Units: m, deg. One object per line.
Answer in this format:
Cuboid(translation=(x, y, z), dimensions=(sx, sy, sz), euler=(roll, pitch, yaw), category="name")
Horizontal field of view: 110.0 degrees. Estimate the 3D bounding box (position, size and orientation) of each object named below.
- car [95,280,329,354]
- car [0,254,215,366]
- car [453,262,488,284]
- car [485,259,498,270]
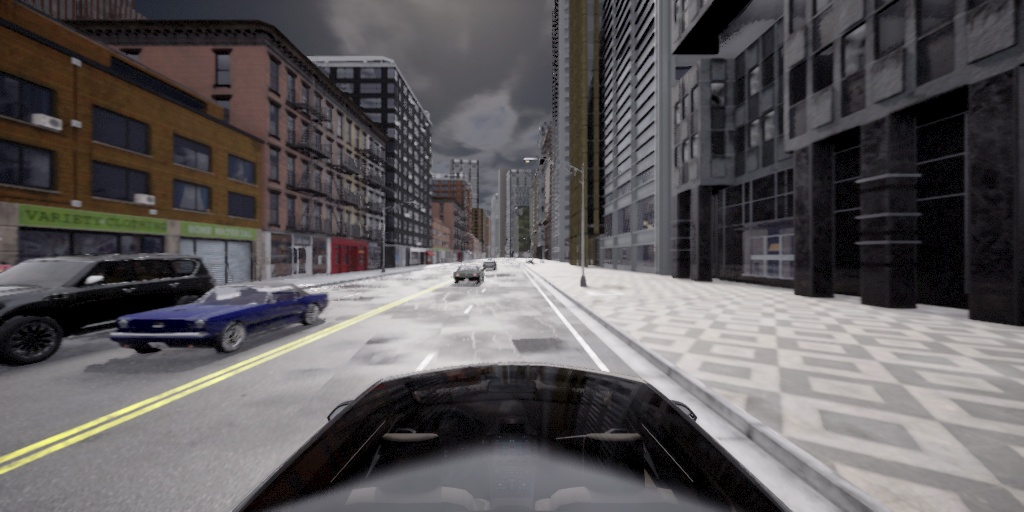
Cuboid(translation=(-6.598, 1.351, 8.893), dimensions=(1.895, 1.301, 4.718), euler=(0, 0, 0), category="car")
Cuboid(translation=(-9.848, 0.972, 8.342), dimensions=(2.150, 2.045, 5.566), euler=(0, 0, 0), category="car")
Cuboid(translation=(-3.150, 1.342, 27.091), dimensions=(1.895, 1.301, 4.718), euler=(0, 0, 0), category="car")
Cuboid(translation=(-3.151, 1.219, 51.652), dimensions=(2.128, 1.511, 4.902), euler=(0, 0, 0), category="car")
